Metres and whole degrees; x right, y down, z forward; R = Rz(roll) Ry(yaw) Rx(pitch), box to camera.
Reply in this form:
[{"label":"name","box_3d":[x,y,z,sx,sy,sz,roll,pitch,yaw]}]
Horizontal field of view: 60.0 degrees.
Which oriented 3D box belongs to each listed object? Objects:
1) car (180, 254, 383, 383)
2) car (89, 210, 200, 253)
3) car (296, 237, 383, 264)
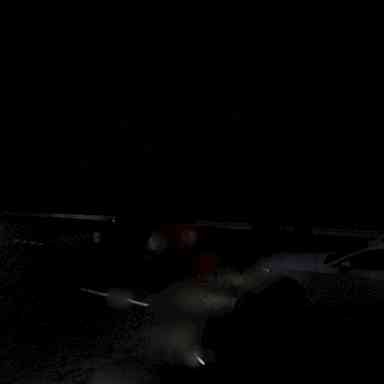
[{"label":"car","box_3d":[2.077,1.521,2.445,4.674,1.442,1.812,0,0,35]},{"label":"car","box_3d":[-2.071,1.469,13.661,5.008,1.535,1.882,0,0,33]},{"label":"car","box_3d":[3.439,1.517,5.768,4.674,1.442,1.812,0,0,35]}]
